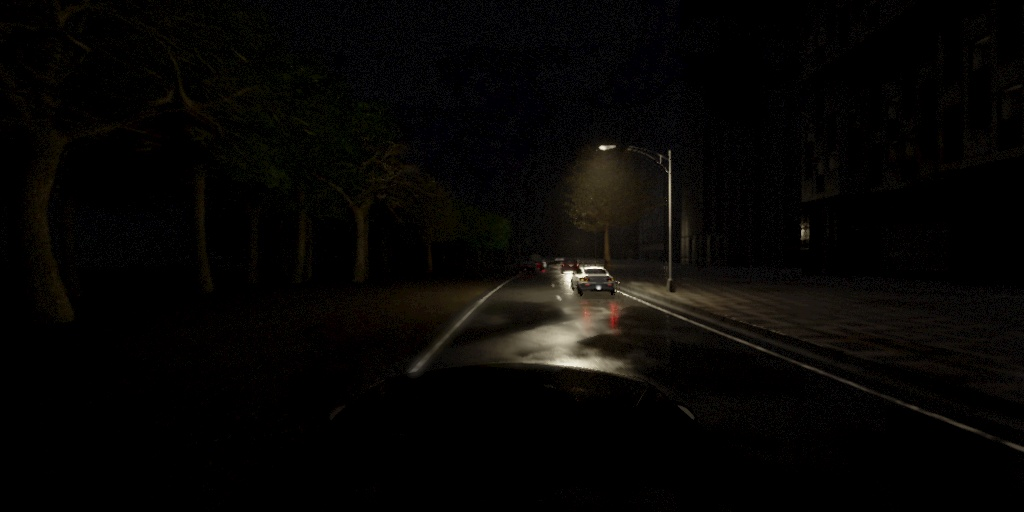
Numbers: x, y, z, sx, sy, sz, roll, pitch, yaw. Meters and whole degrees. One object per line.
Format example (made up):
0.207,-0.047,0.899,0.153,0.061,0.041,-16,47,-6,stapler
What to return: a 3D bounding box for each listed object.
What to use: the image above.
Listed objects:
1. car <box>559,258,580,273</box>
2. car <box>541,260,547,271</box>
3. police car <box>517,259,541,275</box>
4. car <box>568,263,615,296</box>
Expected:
6.959,1.088,42.543,2.097,1.767,4.553,0,0,9,car
3.321,1.223,49.167,1.882,1.535,5.008,0,0,10,car
1.731,1.175,39.432,1.930,1.638,5.238,0,0,8,police car
4.285,1.269,19.343,1.812,1.442,4.674,0,0,4,car
